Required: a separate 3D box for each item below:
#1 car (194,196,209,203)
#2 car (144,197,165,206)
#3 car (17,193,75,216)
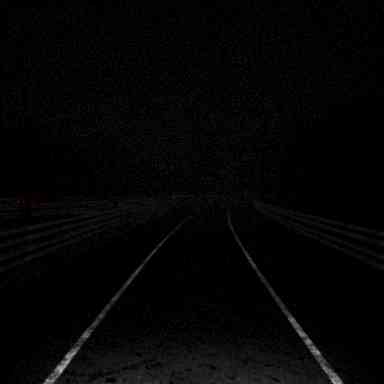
[{"bbox_3d":[2.070,1.528,71.554,2.033,1.411,5.357,0,0,21],"label":"car"},{"bbox_3d":[-5.738,1.449,50.905,1.812,1.442,4.674,0,0,21],"label":"car"},{"bbox_3d":[-13.349,1.074,30.775,2.150,2.045,5.566,0,0,21],"label":"car"}]
